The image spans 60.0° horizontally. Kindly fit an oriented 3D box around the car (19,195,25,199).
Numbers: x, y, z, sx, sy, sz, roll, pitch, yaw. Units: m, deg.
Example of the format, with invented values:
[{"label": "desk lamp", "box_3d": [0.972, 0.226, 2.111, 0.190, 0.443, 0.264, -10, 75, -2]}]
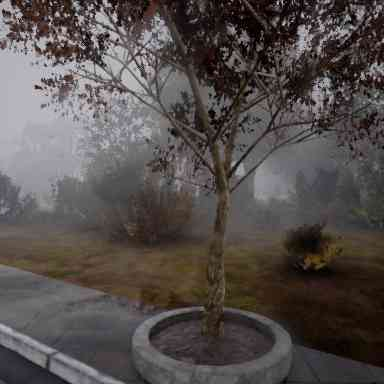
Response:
[{"label": "car", "box_3d": [-22.628, 1.174, 43.321, 1.837, 1.490, 4.892, 1, 0, 32]}]
